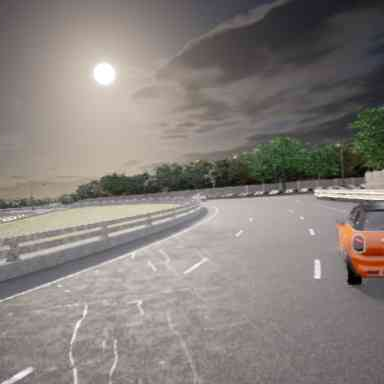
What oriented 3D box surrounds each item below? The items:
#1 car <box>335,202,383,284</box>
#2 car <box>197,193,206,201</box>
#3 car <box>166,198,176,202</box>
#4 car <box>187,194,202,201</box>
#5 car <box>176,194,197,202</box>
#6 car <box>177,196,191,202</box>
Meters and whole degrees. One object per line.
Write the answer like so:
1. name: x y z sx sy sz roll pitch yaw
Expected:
1. car: 4.892 1.025 8.508 2.097 1.767 4.553 -4 0 21
2. car: 1.637 1.370 84.421 2.150 2.045 5.566 -4 0 -20
3. car: -5.540 2.235 92.310 1.895 1.301 4.718 -4 0 -29
4. car: 0.727 1.546 95.367 2.097 1.767 4.553 -4 0 -29
5. car: -1.397 1.903 82.628 2.033 1.411 5.357 -4 0 -20
6. car: -2.405 1.915 93.839 1.837 1.490 4.892 -4 0 -29
